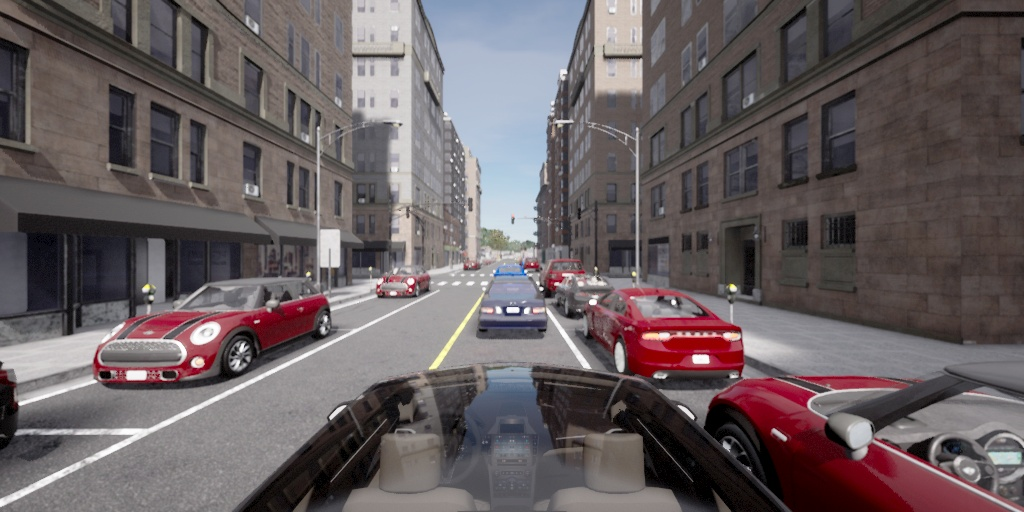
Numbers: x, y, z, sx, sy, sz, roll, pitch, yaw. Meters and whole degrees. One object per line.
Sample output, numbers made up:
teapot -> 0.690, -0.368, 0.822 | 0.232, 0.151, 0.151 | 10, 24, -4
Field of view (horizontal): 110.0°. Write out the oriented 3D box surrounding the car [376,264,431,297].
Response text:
car -> -5.486, 1.196, 18.516 | 1.967, 1.591, 4.097 | 0, 0, 0

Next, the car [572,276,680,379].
car -> 2.608, 1.297, 7.201 | 1.888, 1.381, 4.507 | 0, 0, 0

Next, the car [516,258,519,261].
car -> 2.327, 1.084, 62.132 | 2.192, 1.841, 5.009 | 0, 0, 0

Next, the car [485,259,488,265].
car -> -5.775, 1.320, 62.082 | 2.007, 1.370, 4.403 | 0, 0, 0

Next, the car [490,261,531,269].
car -> -0.110, 1.235, 20.670 | 1.882, 1.535, 5.008 | 0, 0, 0

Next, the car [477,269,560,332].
car -> 0.025, 1.301, 10.851 | 2.033, 1.411, 5.357 | 0, 0, 0

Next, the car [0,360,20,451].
car -> -5.383, 1.316, 1.470 | 1.948, 1.339, 4.313 | 0, 0, 0

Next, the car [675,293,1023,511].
car -> 2.642, 1.190, 1.519 | 1.967, 1.591, 4.097 | 0, 0, 0

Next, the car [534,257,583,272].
car -> 2.539, 1.071, 18.565 | 2.192, 1.841, 5.009 | 0, 0, 0

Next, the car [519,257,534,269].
car -> 2.439, 1.079, 45.621 | 2.192, 1.841, 5.009 | 0, 0, 0

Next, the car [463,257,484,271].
car -> -5.713, 1.082, 51.075 | 2.192, 1.841, 5.009 | 0, 0, 0

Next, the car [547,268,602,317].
car -> 2.574, 1.304, 12.883 | 2.007, 1.370, 4.403 | 0, 0, 0

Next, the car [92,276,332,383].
car -> -5.417, 1.192, 7.152 | 1.967, 1.591, 4.097 | 0, 0, 0
